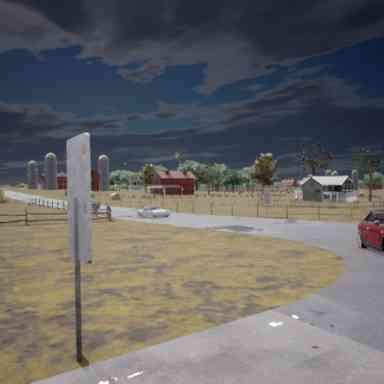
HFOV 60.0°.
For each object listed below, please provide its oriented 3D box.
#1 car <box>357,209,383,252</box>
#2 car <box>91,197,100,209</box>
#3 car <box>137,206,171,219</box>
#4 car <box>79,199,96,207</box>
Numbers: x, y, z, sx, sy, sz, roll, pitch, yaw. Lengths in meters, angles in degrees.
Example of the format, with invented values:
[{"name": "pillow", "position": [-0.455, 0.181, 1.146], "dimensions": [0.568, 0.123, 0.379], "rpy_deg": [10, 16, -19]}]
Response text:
[{"name": "car", "position": [7.751, 1.416, 12.256], "dimensions": [2.097, 1.767, 4.553], "rpy_deg": [-2, -3, 11]}, {"name": "car", "position": [-17.054, 1.919, 54.845], "dimensions": [2.150, 2.045, 5.566], "rpy_deg": [-1, 1, -36]}, {"name": "car", "position": [-4.268, 2.251, 36.903], "dimensions": [1.895, 1.301, 4.718], "rpy_deg": [-1, 0, -36]}, {"name": "car", "position": [-20.942, 2.147, 66.425], "dimensions": [1.895, 1.301, 4.718], "rpy_deg": [-1, 1, -36]}]
